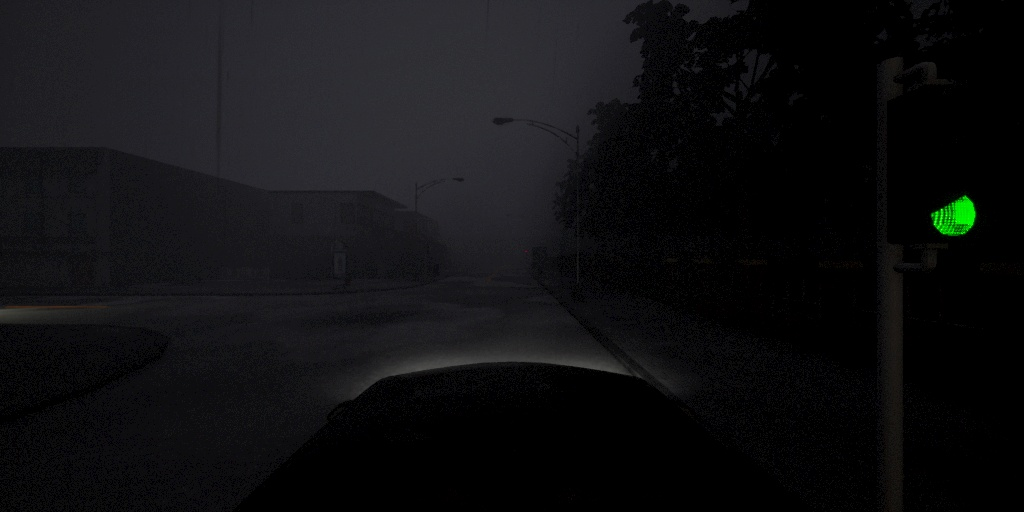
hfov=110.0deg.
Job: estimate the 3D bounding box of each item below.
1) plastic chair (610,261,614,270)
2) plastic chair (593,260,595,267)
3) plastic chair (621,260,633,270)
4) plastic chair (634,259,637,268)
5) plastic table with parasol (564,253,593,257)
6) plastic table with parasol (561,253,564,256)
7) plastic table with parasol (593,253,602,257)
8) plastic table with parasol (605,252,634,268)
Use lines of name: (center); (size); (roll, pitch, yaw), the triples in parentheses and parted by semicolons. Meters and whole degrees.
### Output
plastic chair: (14.316, 1.306, 50.280); (0.730, 1.272, 0.750); (0, 0, -35)
plastic chair: (13.715, 1.304, 58.508); (0.730, 1.272, 0.750); (0, 0, -35)
plastic chair: (16.022, 1.296, 50.184); (0.750, 1.272, 0.730); (0, 0, -40)
plastic chair: (18.643, 1.161, 54.631); (0.750, 1.272, 0.730); (0, 0, -39)
plastic table with parasol: (9.970, 0.684, 53.921); (2.482, 2.480, 2.482); (0, 0, -40)
plastic table with parasol: (10.680, 0.705, 62.362); (2.482, 2.480, 2.482); (0, 0, -40)
plastic table with parasol: (14.667, 0.673, 59.396); (2.482, 2.480, 2.482); (0, 0, -42)
plastic table with parasol: (15.289, 0.694, 51.182); (2.482, 2.480, 2.482); (0, 0, -40)
